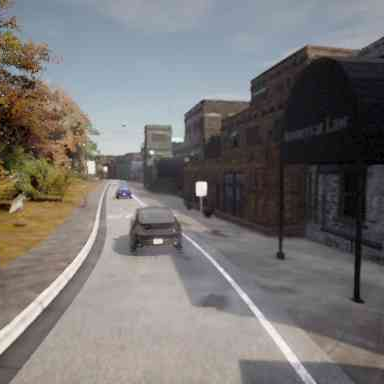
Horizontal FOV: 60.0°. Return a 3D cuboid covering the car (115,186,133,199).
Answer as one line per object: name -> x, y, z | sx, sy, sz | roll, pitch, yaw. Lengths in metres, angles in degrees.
car -> -8.720, 0.015, 42.450 | 1.812, 1.442, 4.674 | -1, 3, -14

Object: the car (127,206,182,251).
car -> -1.574, 1.324, 13.360 | 1.837, 1.490, 4.892 | -1, 2, -11
